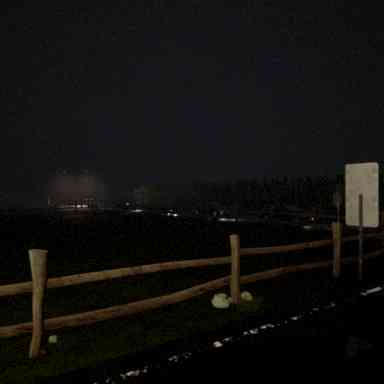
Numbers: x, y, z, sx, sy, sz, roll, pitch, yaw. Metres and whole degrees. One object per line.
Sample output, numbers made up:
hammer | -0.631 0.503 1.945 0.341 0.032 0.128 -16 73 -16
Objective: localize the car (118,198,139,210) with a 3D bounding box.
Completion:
car | -9.623 1.753 49.761 2.097 1.767 4.553 0 0 -34

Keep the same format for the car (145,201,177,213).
car | -3.987 1.862 41.783 2.033 1.411 5.357 0 0 -36

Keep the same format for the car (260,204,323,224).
car | 7.356 1.679 25.855 1.812 1.442 4.674 0 0 -35

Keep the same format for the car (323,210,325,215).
car | 9.136 1.710 28.438 1.994 1.385 4.181 0 0 -35

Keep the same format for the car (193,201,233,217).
car | 2.036 1.733 33.331 1.837 1.490 4.892 0 0 -35
